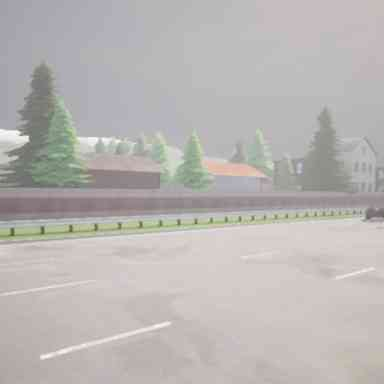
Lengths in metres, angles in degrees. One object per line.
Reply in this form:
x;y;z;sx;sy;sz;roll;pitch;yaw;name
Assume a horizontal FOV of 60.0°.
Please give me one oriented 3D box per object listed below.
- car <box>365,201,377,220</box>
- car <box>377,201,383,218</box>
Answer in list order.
17.400;1.560;29.497;4.553;1.767;2.097;0;0;-36;car
16.112;1.397;24.218;5.566;2.045;2.150;1;-1;-36;car
